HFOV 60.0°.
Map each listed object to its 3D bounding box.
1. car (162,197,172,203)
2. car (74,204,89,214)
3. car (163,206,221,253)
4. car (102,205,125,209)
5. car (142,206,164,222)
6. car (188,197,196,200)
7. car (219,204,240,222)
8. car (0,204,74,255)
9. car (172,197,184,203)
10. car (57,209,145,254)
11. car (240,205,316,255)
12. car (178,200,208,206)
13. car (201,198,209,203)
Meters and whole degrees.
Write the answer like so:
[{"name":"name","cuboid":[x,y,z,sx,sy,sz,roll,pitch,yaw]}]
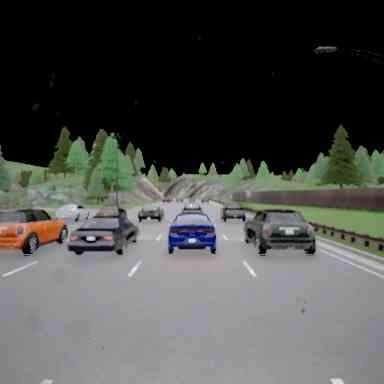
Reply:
[{"name":"car","cuboid":[-6.945,2.188,91.231,2.097,1.767,4.553,0,-1,0]},{"name":"car","cuboid":[-10.495,1.804,29.397,1.812,1.442,4.674,0,0,0]},{"name":"car","cuboid":[0.015,1.616,14.490,1.882,1.535,5.008,0,0,0]},{"name":"car","cuboid":[-6.976,1.842,29.321,1.994,1.385,4.181,0,0,0]},{"name":"car","cuboid":[-3.480,1.877,29.113,1.895,1.301,4.718,0,-1,0]},{"name":"car","cuboid":[0.053,2.245,88.758,2.033,1.411,5.357,0,-1,0]},{"name":"car","cuboid":[3.522,1.770,29.301,2.128,1.511,4.902,0,0,0]},{"name":"car","cuboid":[-6.989,1.484,14.095,2.097,1.767,4.553,0,-1,0]},{"name":"car","cuboid":[-3.447,2.245,88.760,2.033,1.411,5.357,0,-1,0]},{"name":"car","cuboid":[-3.491,1.681,13.996,2.033,1.411,5.357,0,-1,0]},{"name":"car","cuboid":[3.511,1.484,14.089,2.097,1.767,4.553,0,-1,0]},{"name":"car","cuboid":[0.022,1.770,29.312,2.128,1.511,4.902,0,0,0]},{"name":"car","cuboid":[3.553,2.230,88.756,2.128,1.511,4.902,0,-1,0]}]
